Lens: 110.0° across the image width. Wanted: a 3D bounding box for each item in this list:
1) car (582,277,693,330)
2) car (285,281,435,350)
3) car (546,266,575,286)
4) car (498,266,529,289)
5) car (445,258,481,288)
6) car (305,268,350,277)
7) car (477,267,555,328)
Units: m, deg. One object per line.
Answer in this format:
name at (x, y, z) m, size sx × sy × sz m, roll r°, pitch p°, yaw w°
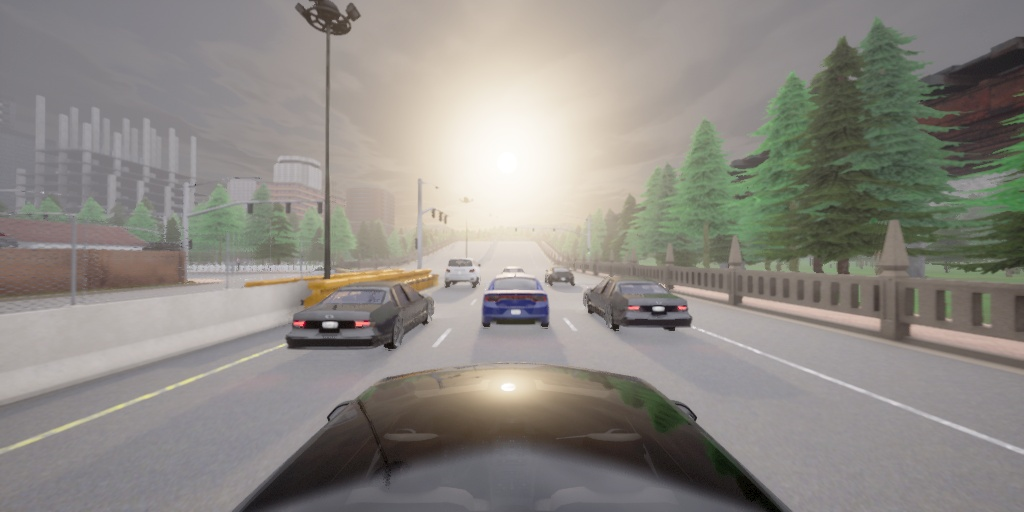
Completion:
car at (3.602, 1.369, 11.322) m, size 2.033 × 1.411 × 5.357 m, roll 0°, pitch 0°, yaw 0°
car at (-3.401, 1.353, 9.212) m, size 2.033 × 1.411 × 5.357 m, roll 0°, pitch 0°, yaw 0°
car at (3.602, 1.469, 27.544) m, size 1.812 × 1.442 × 4.674 m, roll 0°, pitch 0°, yaw 0°
car at (0.101, 1.479, 26.031) m, size 2.033 × 1.411 × 5.357 m, roll 0°, pitch 0°, yaw 0°
car at (-3.531, 1.155, 26.199) m, size 2.150 × 2.045 × 5.566 m, roll 0°, pitch 0°, yaw -2°
car at (-10.558, 1.415, 20.520) m, size 1.812 × 1.442 × 4.674 m, roll 0°, pitch -1°, yaw 0°
car at (0.100, 1.302, 11.711) m, size 1.882 × 1.535 × 5.008 m, roll 0°, pitch 0°, yaw 0°
